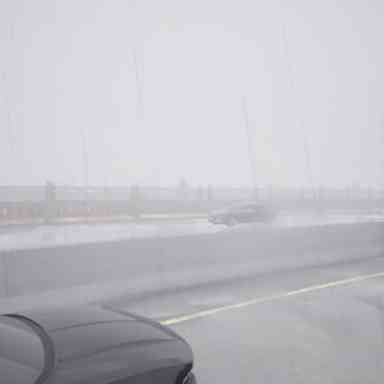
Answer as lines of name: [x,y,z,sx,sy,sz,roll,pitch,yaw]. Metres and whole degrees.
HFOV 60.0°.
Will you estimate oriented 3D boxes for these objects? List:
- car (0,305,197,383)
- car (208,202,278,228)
car: [-2.224,1.462,2.030,5.008,1.535,1.882,0,0,-36]
car: [3.360,1.445,21.898,4.892,1.490,1.837,0,0,-26]
